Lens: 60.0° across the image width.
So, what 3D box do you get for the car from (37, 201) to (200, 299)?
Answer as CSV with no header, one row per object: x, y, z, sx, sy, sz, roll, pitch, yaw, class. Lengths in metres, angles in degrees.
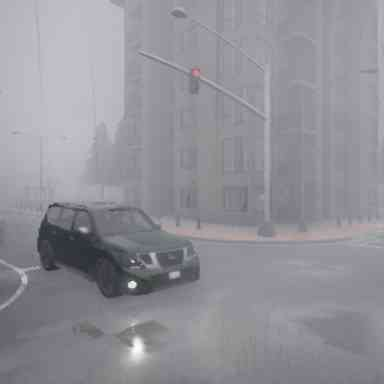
-2.292,1.339,9.004,2.150,2.045,5.566,0,1,-44,car
